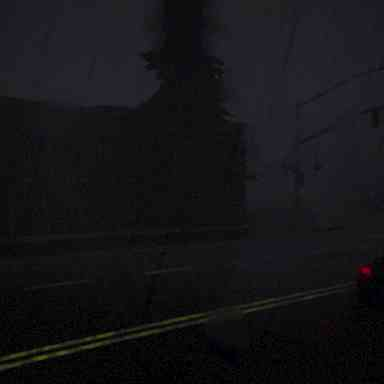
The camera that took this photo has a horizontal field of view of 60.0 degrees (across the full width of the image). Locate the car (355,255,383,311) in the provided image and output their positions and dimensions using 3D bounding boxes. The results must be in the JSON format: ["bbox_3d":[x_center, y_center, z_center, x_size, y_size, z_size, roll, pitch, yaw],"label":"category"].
[{"bbox_3d":[5.191,1.591,6.551,4.181,1.385,1.994,0,0,-31],"label":"car"}]
